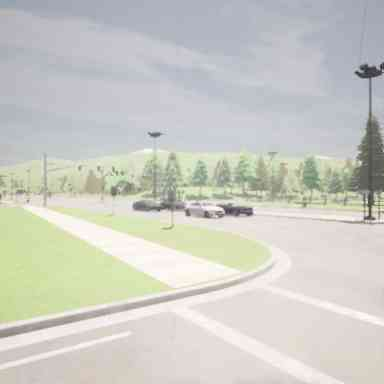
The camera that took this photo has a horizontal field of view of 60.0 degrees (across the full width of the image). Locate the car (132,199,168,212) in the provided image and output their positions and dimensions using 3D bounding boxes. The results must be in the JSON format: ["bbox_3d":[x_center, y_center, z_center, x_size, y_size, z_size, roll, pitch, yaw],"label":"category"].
[{"bbox_3d":[-5.387,1.599,39.930,2.033,1.411,5.357,0,0,-34],"label":"car"}]

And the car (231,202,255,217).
[{"bbox_3d":[3.900,1.663,32.662,1.895,1.301,4.718,0,0,-35],"label":"car"}]

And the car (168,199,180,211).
[{"bbox_3d":[-2.121,1.567,41.356,1.837,1.490,4.892,0,0,-34],"label":"car"}]

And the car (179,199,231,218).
[{"bbox_3d":[1.087,1.578,30.603,1.812,1.442,4.674,0,0,-35],"label":"car"}]
